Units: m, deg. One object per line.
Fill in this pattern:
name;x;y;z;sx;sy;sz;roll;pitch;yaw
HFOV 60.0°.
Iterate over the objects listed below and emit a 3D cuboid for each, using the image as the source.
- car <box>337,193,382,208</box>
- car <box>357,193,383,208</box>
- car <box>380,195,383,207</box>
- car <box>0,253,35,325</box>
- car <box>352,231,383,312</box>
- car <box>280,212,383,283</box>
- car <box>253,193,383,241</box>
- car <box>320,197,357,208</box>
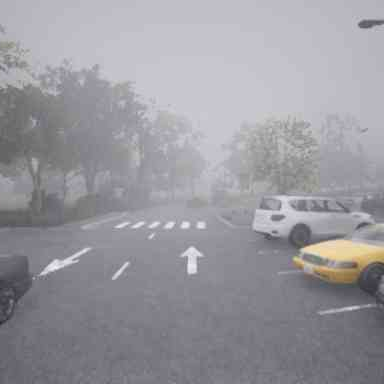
car;23.966;1.157;47.811;2.435;2.045;5.566;0;-1;-21
car;27.027;1.158;47.849;2.435;2.045;5.566;1;-1;-22
car;30.022;1.285;47.978;2.185;1.767;4.553;1;-1;-22
car;-4.045;1.539;4.303;2.033;1.411;5.357;0;0;0
car;5.380;1.514;5.639;4.674;1.452;2.002;1;0;-20
car;5.197;1.463;8.581;5.366;1.575;1.946;1;0;-20
car;5.385;1.205;14.673;5.566;2.045;2.435;1;0;-20
car;20.943;1.437;47.729;2.163;1.488;4.792;0;-1;-21
